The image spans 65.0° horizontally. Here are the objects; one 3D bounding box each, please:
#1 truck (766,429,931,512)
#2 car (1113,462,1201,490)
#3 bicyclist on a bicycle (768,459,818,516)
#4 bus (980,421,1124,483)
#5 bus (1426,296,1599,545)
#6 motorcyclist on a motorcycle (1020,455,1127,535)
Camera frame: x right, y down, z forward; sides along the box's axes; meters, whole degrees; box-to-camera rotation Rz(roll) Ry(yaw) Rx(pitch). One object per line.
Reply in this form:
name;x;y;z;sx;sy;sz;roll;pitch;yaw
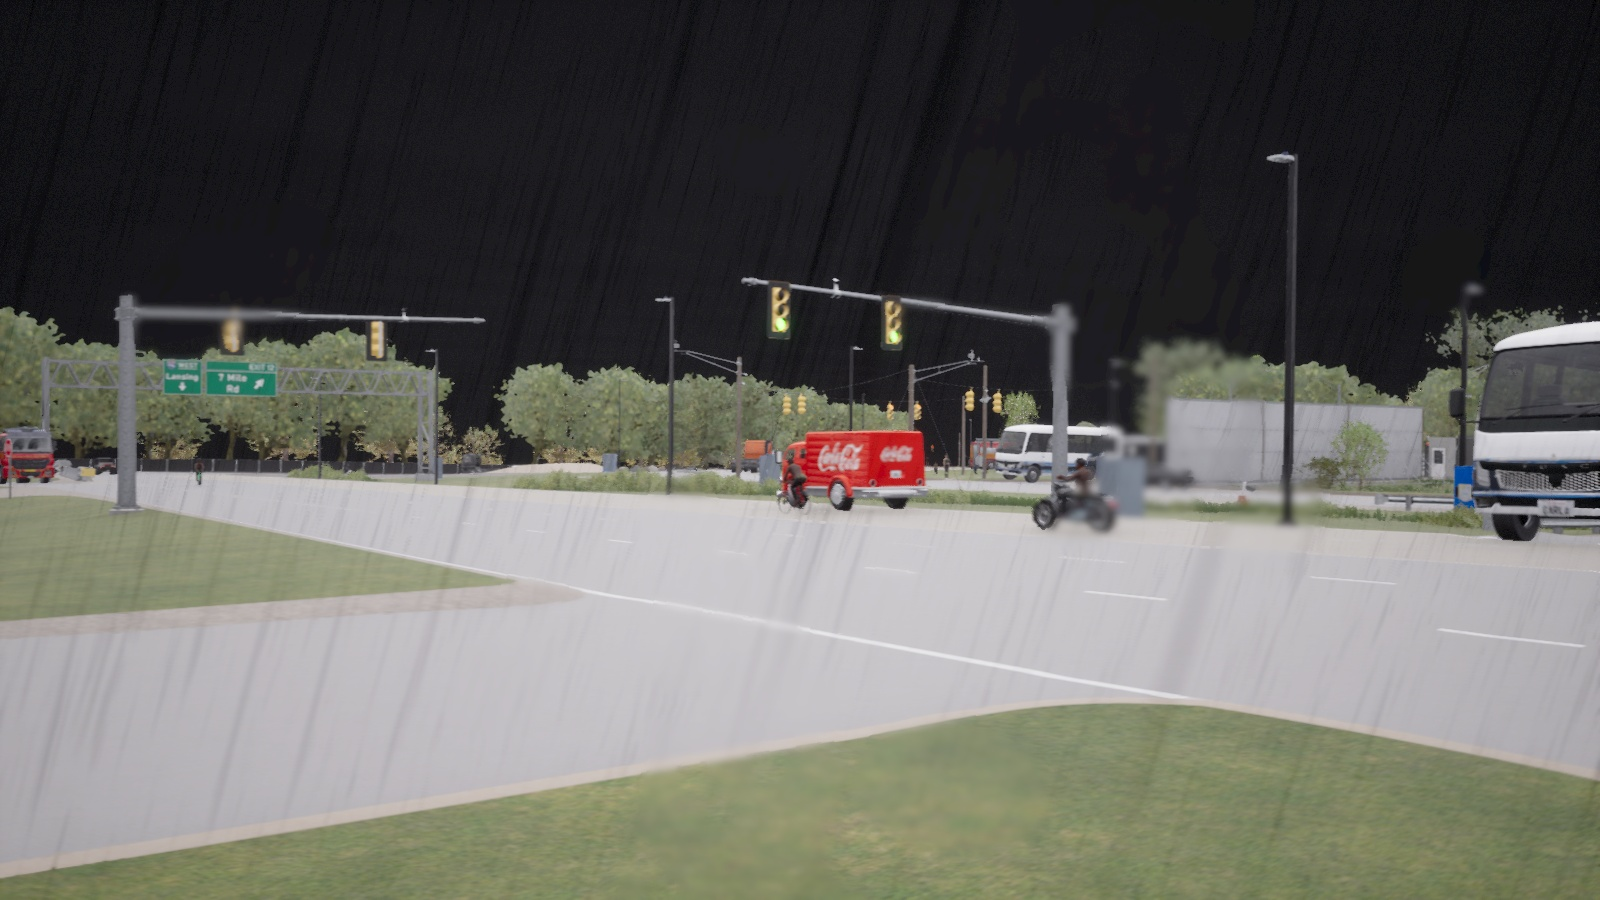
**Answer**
truck;1.449;0.631;39.998;2.627;2.467;5.204;0;0;-35
car;20.748;1.502;73.159;1.837;1.490;4.892;0;0;-34
bicyclist on a bicycle;-0.212;1.067;36.241;0.582;1.620;1.656;0;-1;-35
bus;18.998;0.196;94.636;10.273;4.253;3.944;1;2;-28
bus;17.184;-0.335;25.203;10.273;4.253;3.944;2;-2;-36
motorcyclist on a motorcycle;5.922;0.957;27.333;0.766;1.649;2.350;0;-1;-35
